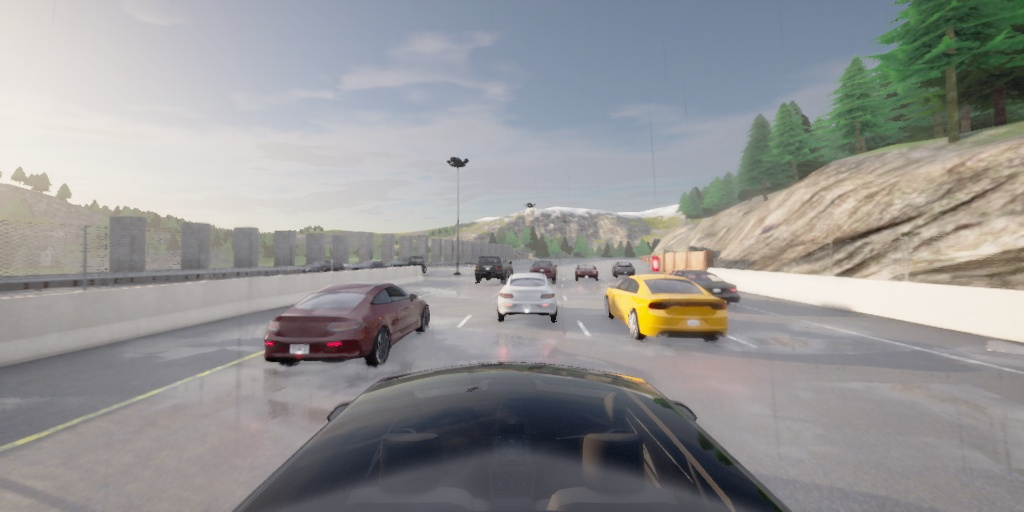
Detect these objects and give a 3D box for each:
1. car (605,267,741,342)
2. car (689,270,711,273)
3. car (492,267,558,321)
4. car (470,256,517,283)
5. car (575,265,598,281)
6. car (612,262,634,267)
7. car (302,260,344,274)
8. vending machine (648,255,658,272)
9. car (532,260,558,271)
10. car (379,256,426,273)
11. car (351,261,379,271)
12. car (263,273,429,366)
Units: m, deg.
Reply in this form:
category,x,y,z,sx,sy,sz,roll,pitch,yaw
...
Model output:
category,x,y,z,sx,sy,sz,roll,pitch,yaw
car,3.916,1.243,9.955,1.882,1.535,5.008,0,0,3
car,7.814,1.326,15.765,2.033,1.411,5.357,0,0,5
car,0.561,1.284,12.361,1.812,1.442,4.674,0,0,4
car,-1.291,0.984,27.498,2.150,2.045,5.566,0,0,9
car,6.414,1.385,31.089,1.895,1.301,4.718,0,0,10
car,10.662,1.289,34.446,2.128,1.511,4.902,0,0,12
car,-20.655,1.213,39.385,2.128,1.511,4.902,0,0,12
vending machine,19.295,1.023,48.432,1.100,2.100,0.880,0,0,17
car,2.662,1.126,29.774,2.097,1.767,4.553,0,0,10
car,-10.620,0.968,36.178,2.150,2.045,5.566,0,0,11
car,-16.525,1.281,42.187,2.033,1.411,5.357,0,0,12
car,-3.203,1.271,7.833,1.812,1.442,4.674,0,0,2
